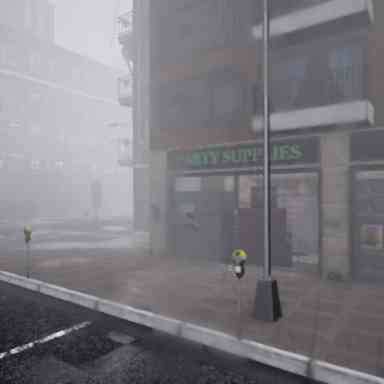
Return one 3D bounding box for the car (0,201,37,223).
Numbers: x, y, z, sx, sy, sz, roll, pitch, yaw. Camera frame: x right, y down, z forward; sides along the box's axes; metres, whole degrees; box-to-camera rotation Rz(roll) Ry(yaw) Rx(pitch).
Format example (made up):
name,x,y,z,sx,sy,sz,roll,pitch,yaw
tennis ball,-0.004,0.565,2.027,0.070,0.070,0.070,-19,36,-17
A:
name,x,y,z,sx,sy,sz,roll,pitch,yaw
car,-15.123,1.609,26.895,2.192,1.841,5.009,-1,-2,35
